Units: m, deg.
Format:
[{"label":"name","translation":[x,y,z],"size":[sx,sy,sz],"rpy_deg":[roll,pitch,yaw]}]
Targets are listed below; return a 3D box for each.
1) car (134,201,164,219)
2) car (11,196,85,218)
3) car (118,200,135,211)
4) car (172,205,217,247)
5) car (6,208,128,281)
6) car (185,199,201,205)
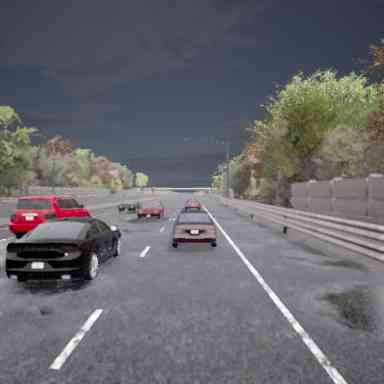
[{"label":"car","translation":[-3.405,1.574,28.323],"size":[1.895,1.301,4.718],"rpy_deg":[0,0,0]},{"label":"car","translation":[-6.910,1.203,16.841],"size":[2.150,2.045,5.566],"rpy_deg":[0,0,0]},{"label":"car","translation":[-6.909,1.569,37.318],"size":[1.895,1.301,4.718],"rpy_deg":[0,0,0]},{"label":"car","translation":[0.095,1.531,14.934],"size":[2.033,1.411,5.357],"rpy_deg":[0,0,0]},{"label":"car","translation":[-3.403,1.466,9.812],"size":[1.882,1.535,5.008],"rpy_deg":[0,0,0]},{"label":"car","translation":[0.087,1.531,42.163],"size":[1.994,1.385,4.181],"rpy_deg":[0,0,0]}]
